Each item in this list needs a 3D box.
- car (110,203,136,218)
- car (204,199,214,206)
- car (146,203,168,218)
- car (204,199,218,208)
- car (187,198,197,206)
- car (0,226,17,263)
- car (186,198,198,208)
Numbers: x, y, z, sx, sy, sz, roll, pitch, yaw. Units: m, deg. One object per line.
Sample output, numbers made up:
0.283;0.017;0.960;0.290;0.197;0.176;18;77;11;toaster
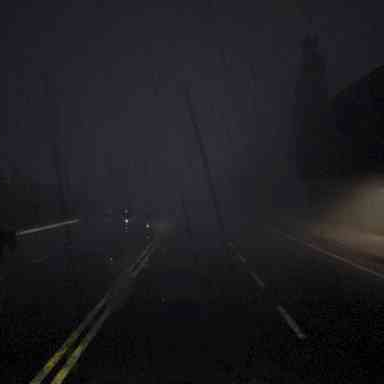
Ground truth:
-7.004;1.825;34.002;1.812;1.442;4.674;0;-1;0;car
3.506;2.112;67.788;1.812;1.442;4.674;0;-1;0;car
-3.505;1.825;33.984;1.812;1.442;4.674;0;-1;0;car
3.505;2.009;57.371;1.837;1.490;4.892;0;-1;0;car
0.006;2.086;67.788;1.837;1.490;4.892;0;-1;0;car
-7.082;1.563;9.592;1.882;1.535;5.008;0;-1;0;car
0.005;2.071;57.788;1.994;1.385;4.181;0;-1;0;car
